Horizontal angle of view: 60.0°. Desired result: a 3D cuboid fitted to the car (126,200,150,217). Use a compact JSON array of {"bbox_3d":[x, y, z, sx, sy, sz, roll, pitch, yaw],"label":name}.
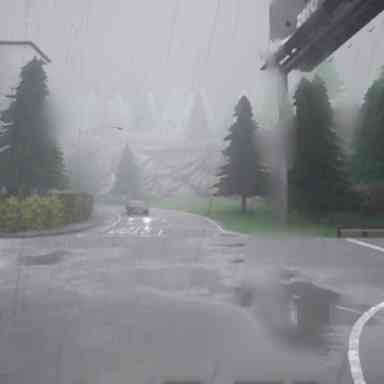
[{"bbox_3d":[-5.180,1.508,31.427,1.837,1.490,4.892,1,0,-15],"label":"car"}]
